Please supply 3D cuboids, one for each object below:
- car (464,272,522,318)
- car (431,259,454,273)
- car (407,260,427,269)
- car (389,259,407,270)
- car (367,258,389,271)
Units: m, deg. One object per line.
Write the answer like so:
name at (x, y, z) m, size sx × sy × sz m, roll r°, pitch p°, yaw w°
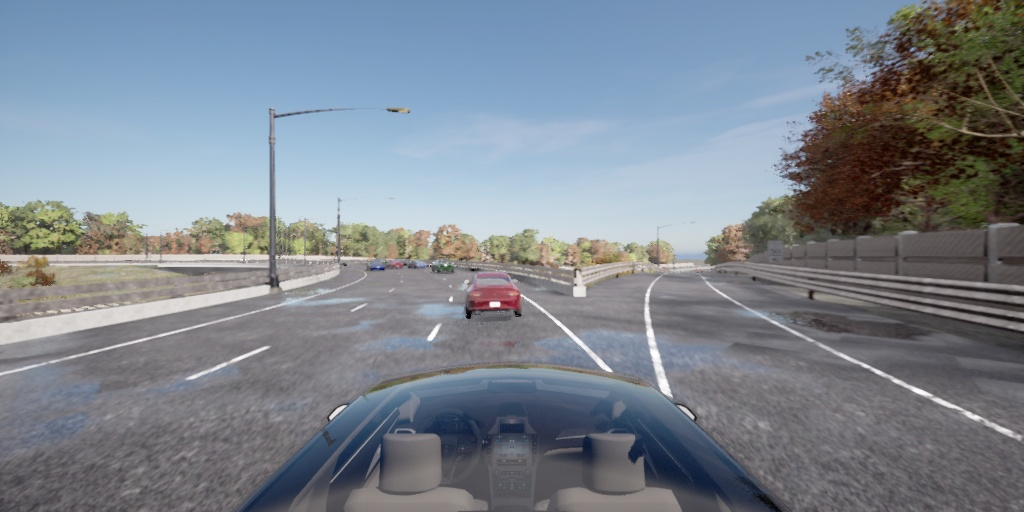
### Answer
car at (-0.746, 1.283, 13.024) m, size 1.812 × 1.442 × 4.674 m, roll 0°, pitch 0°, yaw -6°
car at (-8.587, 1.156, 44.150) m, size 2.097 × 1.767 × 4.553 m, roll 0°, pitch 0°, yaw -22°
car at (-15.545, 1.392, 58.472) m, size 2.033 × 1.411 × 5.357 m, roll 0°, pitch 0°, yaw -33°
car at (-18.660, 1.387, 56.871) m, size 1.812 × 1.442 × 4.674 m, roll 0°, pitch 0°, yaw -33°
car at (-19.204, 1.427, 50.649) m, size 1.994 × 1.385 × 4.181 m, roll 0°, pitch 0°, yaw -30°
